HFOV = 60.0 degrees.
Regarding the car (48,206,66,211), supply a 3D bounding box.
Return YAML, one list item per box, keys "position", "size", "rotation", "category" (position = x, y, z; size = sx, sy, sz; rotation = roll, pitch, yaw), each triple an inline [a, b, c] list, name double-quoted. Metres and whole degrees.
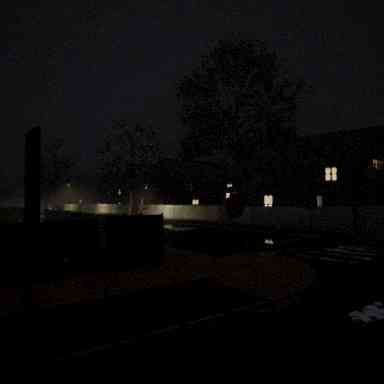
- position: [-19.071, 2.703, 46.750]
  size: [2.033, 1.411, 5.357]
  rotation: [1, -2, -35]
  category: "car"
